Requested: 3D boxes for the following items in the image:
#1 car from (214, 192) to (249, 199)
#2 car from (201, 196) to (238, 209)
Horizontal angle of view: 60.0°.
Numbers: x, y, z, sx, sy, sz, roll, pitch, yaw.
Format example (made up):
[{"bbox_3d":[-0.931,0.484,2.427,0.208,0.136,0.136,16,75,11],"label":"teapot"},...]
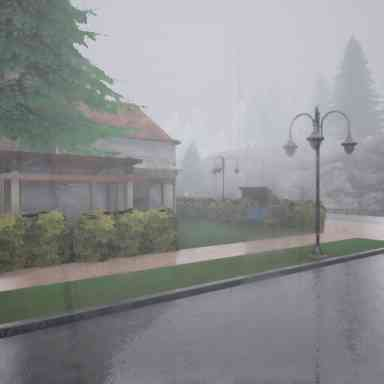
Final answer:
[{"bbox_3d":[4.932,1.059,34.119,2.150,2.045,5.566,0,0,-35],"label":"car"},{"bbox_3d":[3.443,1.315,42.604,1.882,1.535,5.008,0,0,-35],"label":"car"}]
